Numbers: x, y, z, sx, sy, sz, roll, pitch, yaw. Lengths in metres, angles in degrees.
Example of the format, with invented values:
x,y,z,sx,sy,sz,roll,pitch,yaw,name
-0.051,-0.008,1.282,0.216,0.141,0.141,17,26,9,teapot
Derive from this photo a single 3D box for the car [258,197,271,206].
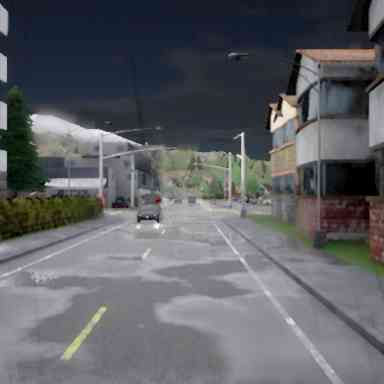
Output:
x,y,z,sx,sy,sz,roll,pitch,yaw,name
14.466,1.813,59.883,3.806,1.475,1.970,0,-1,0,car

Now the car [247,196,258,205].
x,y,z,sx,sy,sz,roll,pitch,yaw,name
14.139,1.794,66.301,5.027,1.636,2.152,0,-1,0,car

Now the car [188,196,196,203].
x,y,z,sx,sy,sz,roll,pitch,yaw,name
-0.036,2.088,93.846,2.150,2.045,5.566,0,-1,0,car

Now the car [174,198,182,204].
x,y,z,sx,sy,sz,roll,pitch,yaw,name
-3.533,2.354,85.639,1.994,1.385,4.181,0,-1,0,car

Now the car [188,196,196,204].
x,y,z,sx,sy,sz,roll,pitch,yaw,name
-0.031,2.159,80.249,2.033,1.411,5.357,0,-1,0,car

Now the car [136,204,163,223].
x,y,z,sx,sy,sz,roll,pitch,yaw,name
-3.516,1.782,28.399,1.837,1.490,4.892,0,-1,0,car

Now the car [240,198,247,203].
x,y,z,sx,sy,sz,roll,pitch,yaw,name
14.133,1.838,79.096,3.866,1.878,1.905,0,-1,0,car

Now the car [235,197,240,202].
x,y,z,sx,sy,sz,roll,pitch,yaw,name
13.719,1.886,82.001,4.605,1.855,1.932,0,-1,0,car
